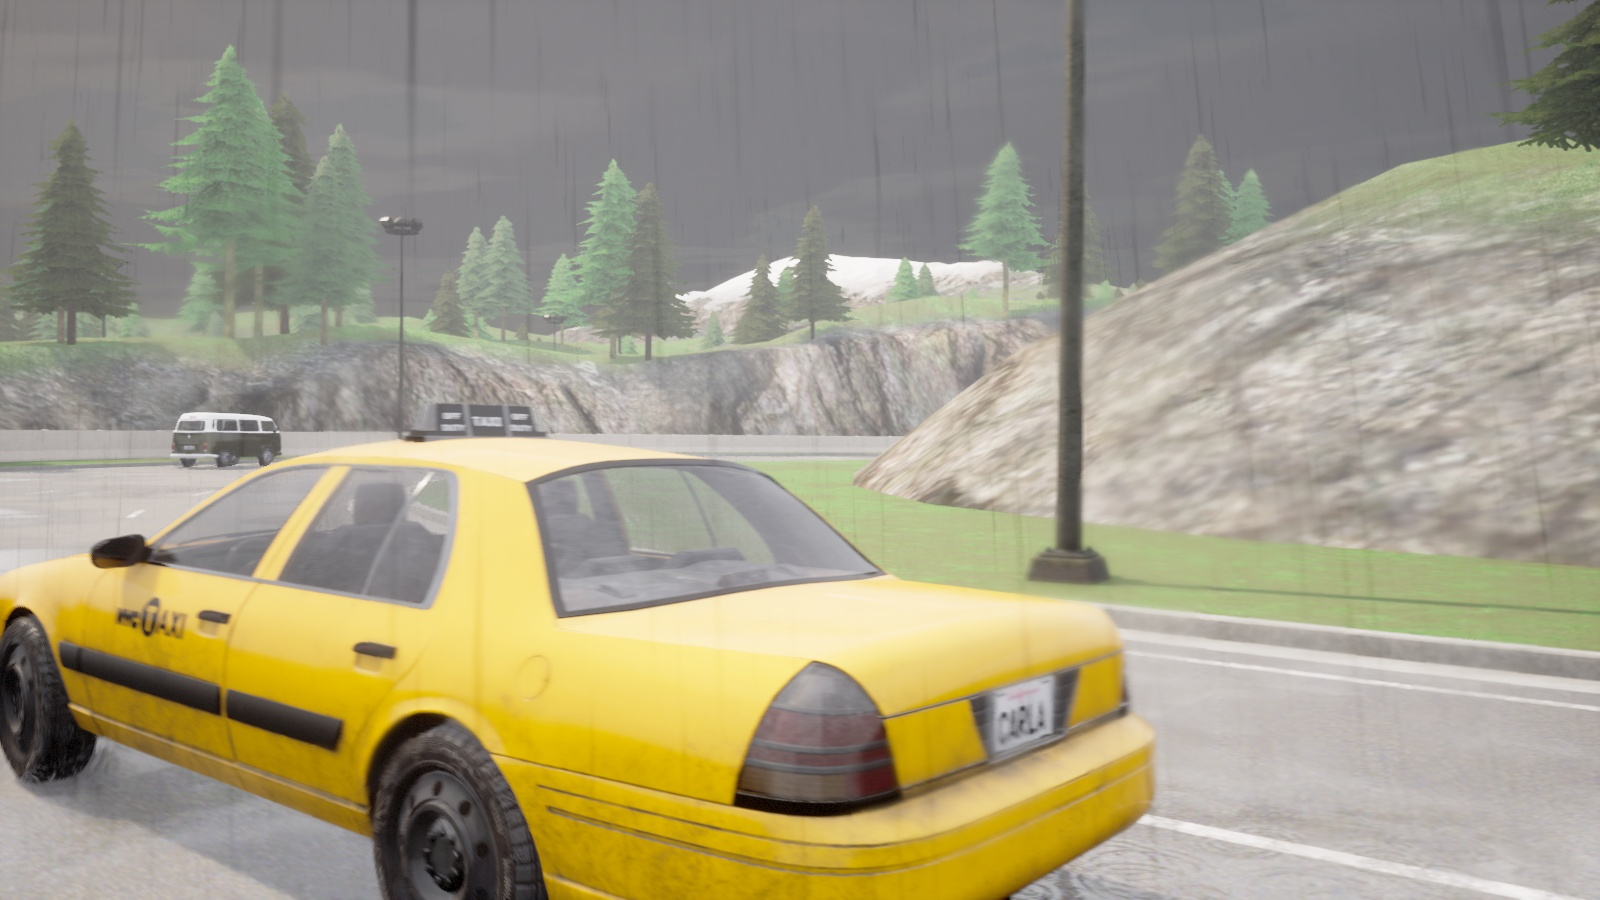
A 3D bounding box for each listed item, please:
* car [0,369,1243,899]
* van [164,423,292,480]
[{"bbox_3d":[-1.322,0.620,4.763,5.366,1.575,1.801,0,1,39],"label":"car"},{"bbox_3d":[-21.695,0.018,47.841,2.069,2.038,4.480,-1,1,13],"label":"van"}]
